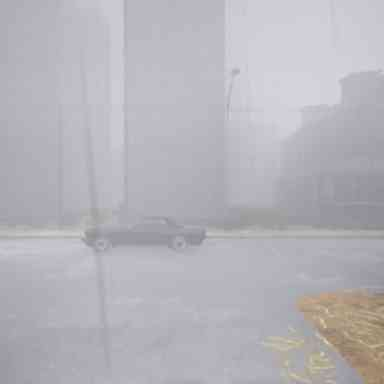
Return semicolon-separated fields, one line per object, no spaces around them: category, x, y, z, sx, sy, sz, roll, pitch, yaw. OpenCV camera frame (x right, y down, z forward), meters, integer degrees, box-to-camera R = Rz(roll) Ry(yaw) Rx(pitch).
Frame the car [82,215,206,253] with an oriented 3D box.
car;-1.818;1.599;13.204;4.718;1.301;1.895;0;0;0
